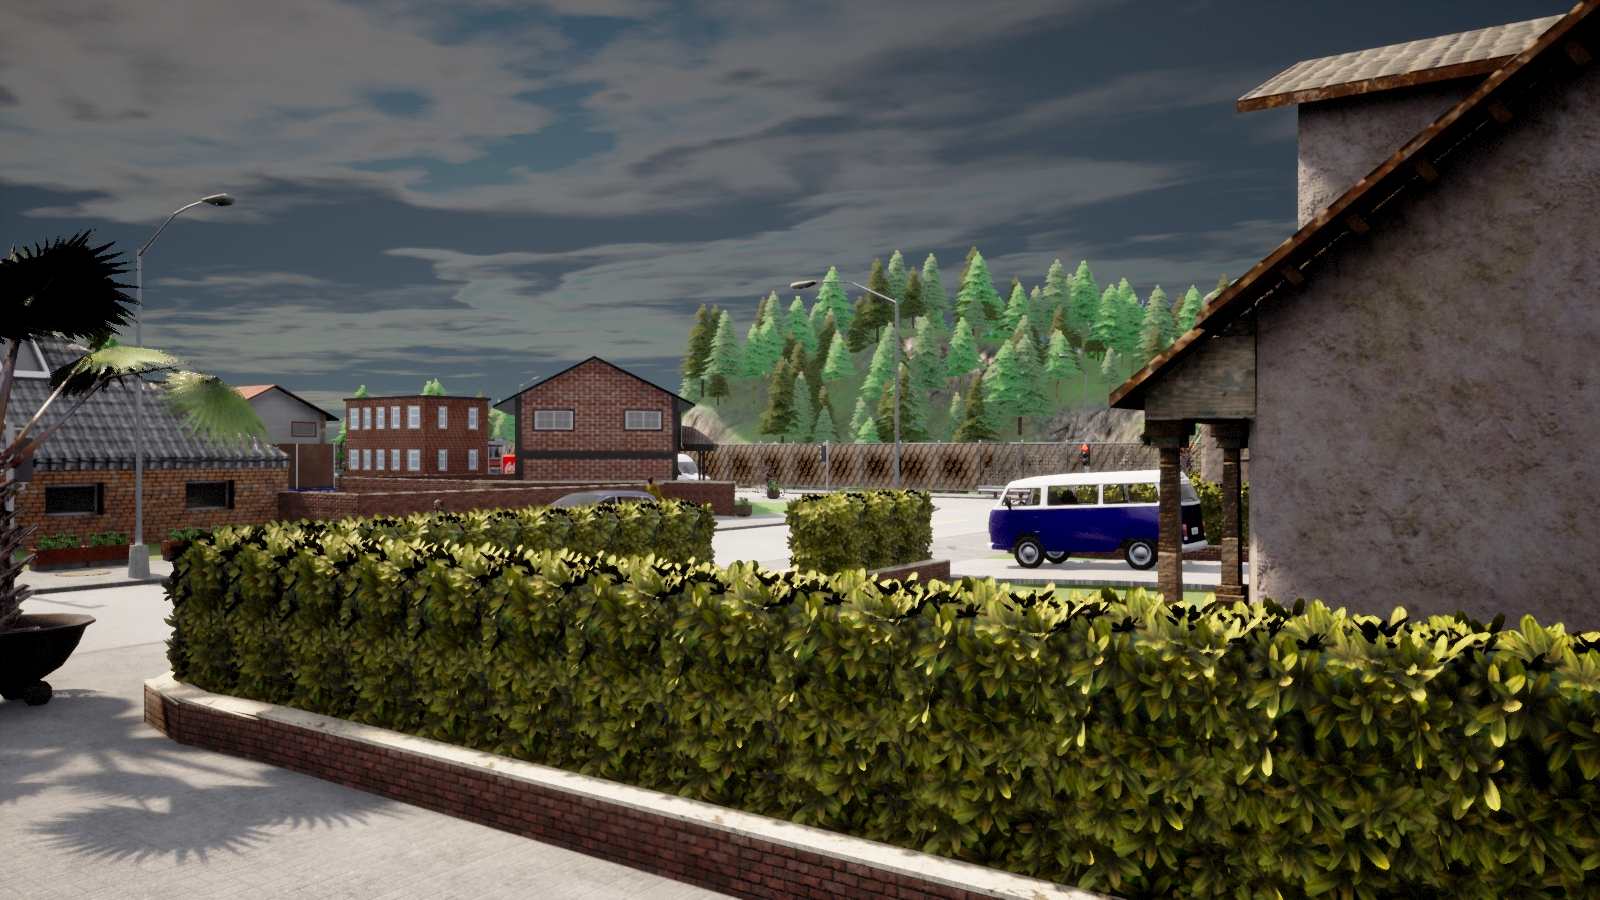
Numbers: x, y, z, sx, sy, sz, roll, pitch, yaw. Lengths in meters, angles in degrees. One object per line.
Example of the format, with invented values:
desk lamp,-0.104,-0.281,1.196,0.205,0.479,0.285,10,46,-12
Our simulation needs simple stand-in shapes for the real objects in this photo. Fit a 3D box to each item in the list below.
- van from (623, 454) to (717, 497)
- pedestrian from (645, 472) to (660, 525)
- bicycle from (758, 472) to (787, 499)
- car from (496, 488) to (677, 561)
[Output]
van,-8.049,1.517,70.500,5.915,2.561,1.988,0,0,35
pedestrian,-5.271,1.732,40.909,0.375,1.860,0.375,0,0,39
bicycle,-1.617,2.045,66.009,1.835,1.471,0.329,0,0,35
car,-5.756,1.958,31.296,2.242,1.667,4.611,0,0,35
